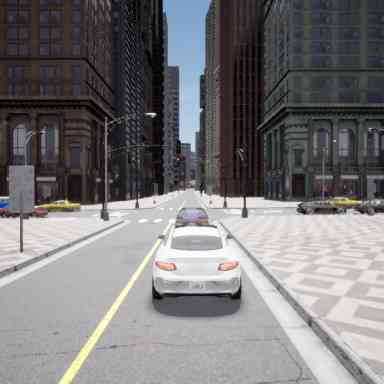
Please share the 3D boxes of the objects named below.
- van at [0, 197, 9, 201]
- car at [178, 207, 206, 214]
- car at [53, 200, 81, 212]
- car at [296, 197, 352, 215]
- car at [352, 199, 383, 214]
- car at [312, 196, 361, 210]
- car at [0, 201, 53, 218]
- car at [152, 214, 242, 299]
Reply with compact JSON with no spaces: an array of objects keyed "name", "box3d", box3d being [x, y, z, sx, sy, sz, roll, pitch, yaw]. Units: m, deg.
[{"name":"van","box3d":[-20.977,1.456,38.673,3.998,1.788,1.690,-1,1,0]},{"name":"car","box3d":[0.021,1.533,17.878,2.033,1.411,5.357,0,0,1]},{"name":"car","box3d":[-15.465,1.584,38.669,4.829,1.417,1.752,-1,1,0]},{"name":"car","box3d":[11.670,1.418,30.103,4.313,1.339,1.947,-1,1,0]},{"name":"car","box3d":[17.049,1.341,30.094,4.403,1.369,2.008,-1,1,0]},{"name":"car","box3d":[16.716,1.232,38.619,4.829,1.417,1.752,-1,1,0]},{"name":"car","box3d":[-15.298,1.727,30.145,4.206,1.307,1.802,-1,1,0]},{"name":"car","box3d":[0.096,1.521,8.288,1.812,1.442,4.674,0,0,0]}]
